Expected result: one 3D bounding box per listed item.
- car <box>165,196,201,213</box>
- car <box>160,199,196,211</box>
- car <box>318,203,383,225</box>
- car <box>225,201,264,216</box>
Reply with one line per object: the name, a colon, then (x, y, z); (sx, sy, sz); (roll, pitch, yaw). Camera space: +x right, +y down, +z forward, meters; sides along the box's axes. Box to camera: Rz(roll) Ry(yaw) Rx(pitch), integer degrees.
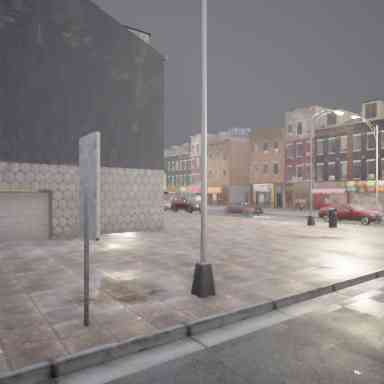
car: (-0.477, 1.413, 37.201); (2.192, 1.841, 5.009); (0, 0, -36)
car: (-1.912, 1.676, 43.601); (2.033, 1.411, 5.357); (0, 0, -35)
car: (11.664, 1.572, 24.566); (1.812, 1.442, 4.674); (0, 0, -36)
car: (5.196, 1.648, 33.627); (1.994, 1.385, 4.181); (0, 0, -36)
